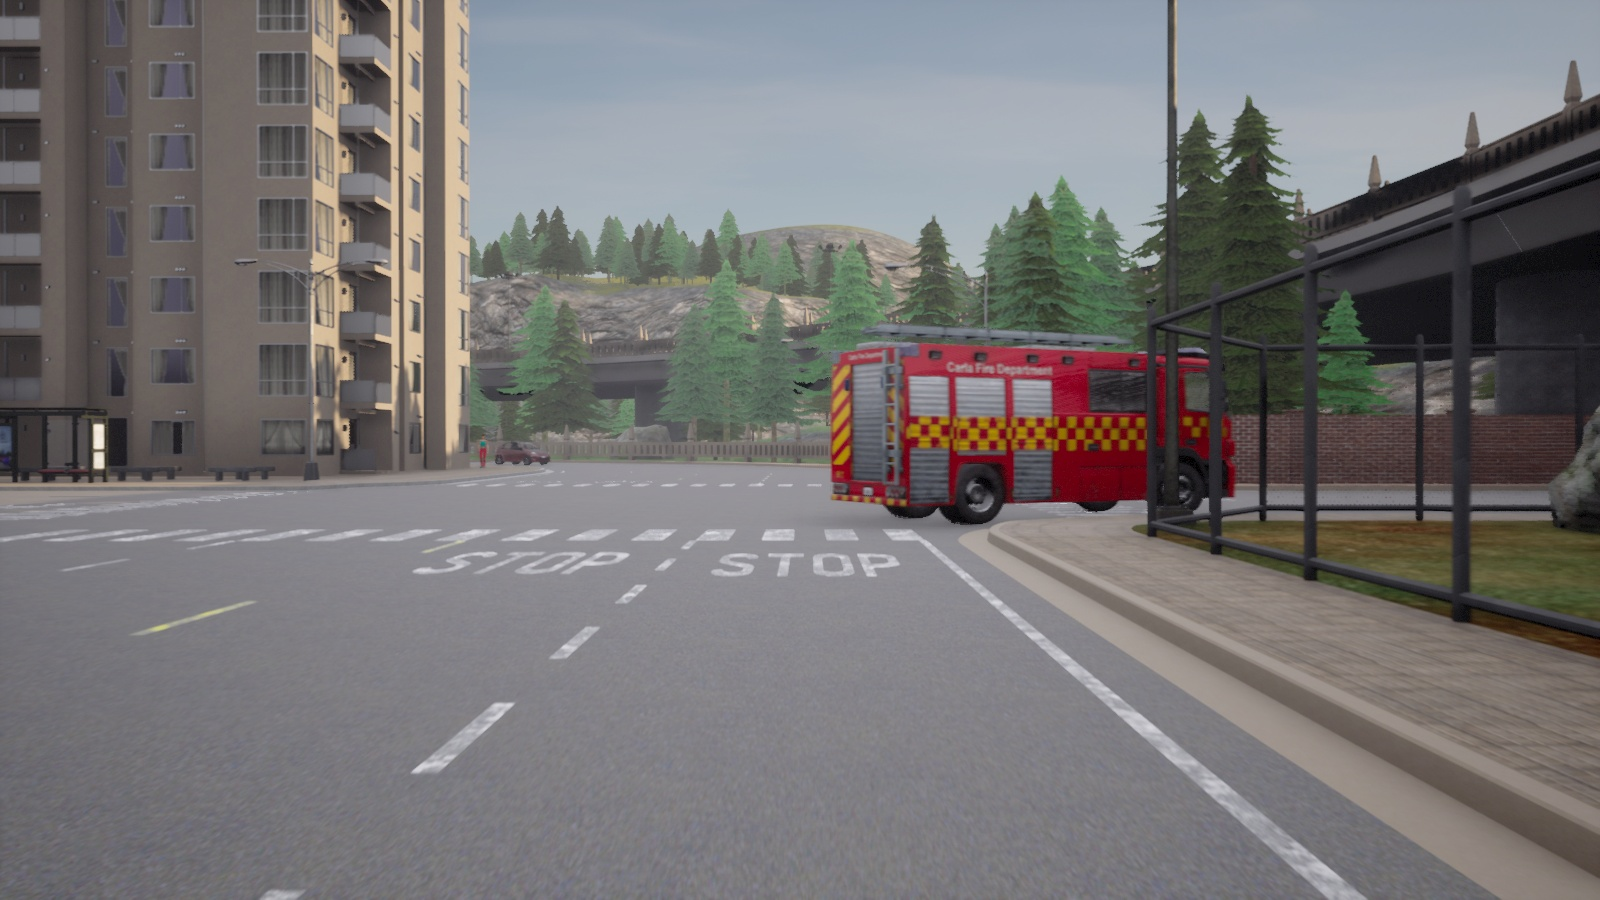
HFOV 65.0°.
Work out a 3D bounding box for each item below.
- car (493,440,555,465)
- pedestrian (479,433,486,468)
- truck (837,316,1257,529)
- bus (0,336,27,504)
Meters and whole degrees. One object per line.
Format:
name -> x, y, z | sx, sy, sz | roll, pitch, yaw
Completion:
car -> -18.630, 0.153, 84.622 | 3.988, 1.617, 1.851 | 0, 0, 35
pedestrian -> -16.779, 0.013, 66.354 | 0.345, 1.836, 0.594 | 0, 0, -10
truck -> 5.185, -0.507, 25.791 | 8.468, 3.827, 2.891 | 0, 0, -27
bus -> -25.411, -0.770, 30.974 | 10.273, 4.253, 3.944 | 0, 0, 0
